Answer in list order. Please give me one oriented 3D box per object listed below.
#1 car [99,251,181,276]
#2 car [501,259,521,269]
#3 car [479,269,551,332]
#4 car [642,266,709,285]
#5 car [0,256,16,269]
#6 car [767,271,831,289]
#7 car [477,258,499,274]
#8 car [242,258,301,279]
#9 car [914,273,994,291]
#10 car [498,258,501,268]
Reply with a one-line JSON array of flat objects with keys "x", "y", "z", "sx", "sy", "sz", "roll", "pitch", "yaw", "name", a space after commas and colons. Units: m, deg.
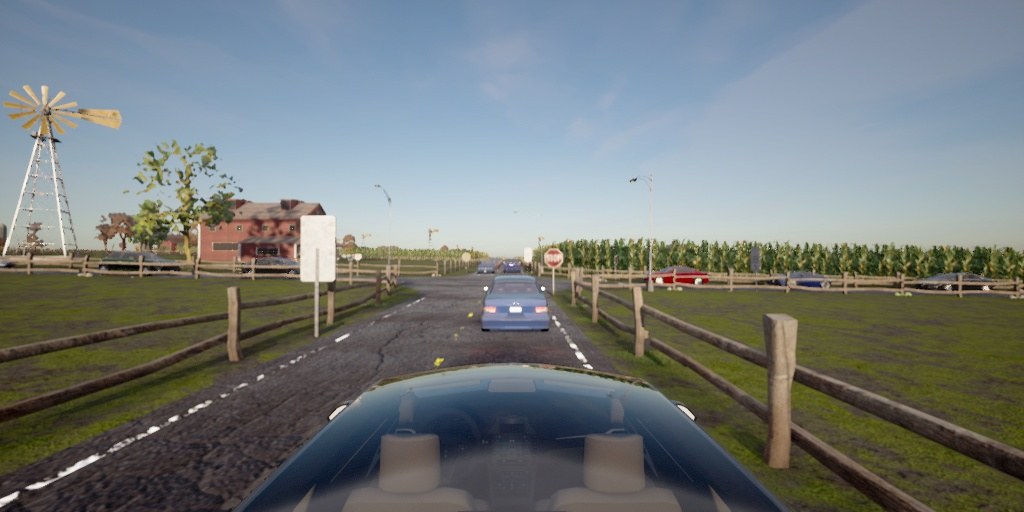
[{"x": -27.072, "y": 0.488, "z": 26.238, "sx": 4.553, "sy": 1.767, "sz": 2.097, "roll": 1, "pitch": -1, "yaw": 0, "name": "car"}, {"x": -0.006, "y": 1.124, "z": 45.088, "sx": 2.097, "sy": 1.767, "sz": 4.553, "roll": 0, "pitch": 0, "yaw": 0, "name": "car"}, {"x": 0.079, "y": 1.299, "z": 10.867, "sx": 2.033, "sy": 1.411, "sz": 5.357, "roll": 0, "pitch": 0, "yaw": 0, "name": "car"}, {"x": 13.140, "y": 1.587, "z": 28.948, "sx": 5.008, "sy": 1.535, "sz": 1.882, "roll": 1, "pitch": -1, "yaw": 0, "name": "car"}, {"x": -39.654, "y": 0.338, "z": 26.324, "sx": 4.902, "sy": 1.511, "sz": 2.128, "roll": 1, "pitch": -1, "yaw": 1, "name": "car"}, {"x": 23.066, "y": 1.904, "z": 28.897, "sx": 4.181, "sy": 1.385, "sz": 1.994, "roll": 1, "pitch": -1, "yaw": 0, "name": "car"}, {"x": -2.939, "y": 1.316, "z": 41.879, "sx": 2.033, "sy": 1.411, "sz": 5.357, "roll": 0, "pitch": 0, "yaw": 0, "name": "car"}, {"x": -16.883, "y": 0.879, "z": 26.174, "sx": 4.892, "sy": 1.490, "sz": 1.837, "roll": 1, "pitch": -1, "yaw": 0, "name": "car"}, {"x": 35.425, "y": 2.129, "z": 28.809, "sx": 4.892, "sy": 1.490, "sz": 1.837, "roll": 1, "pitch": -1, "yaw": 1, "name": "car"}, {"x": -2.956, "y": 1.305, "z": 51.517, "sx": 1.812, "sy": 1.442, "sz": 4.674, "roll": 0, "pitch": 0, "yaw": 0, "name": "car"}]
